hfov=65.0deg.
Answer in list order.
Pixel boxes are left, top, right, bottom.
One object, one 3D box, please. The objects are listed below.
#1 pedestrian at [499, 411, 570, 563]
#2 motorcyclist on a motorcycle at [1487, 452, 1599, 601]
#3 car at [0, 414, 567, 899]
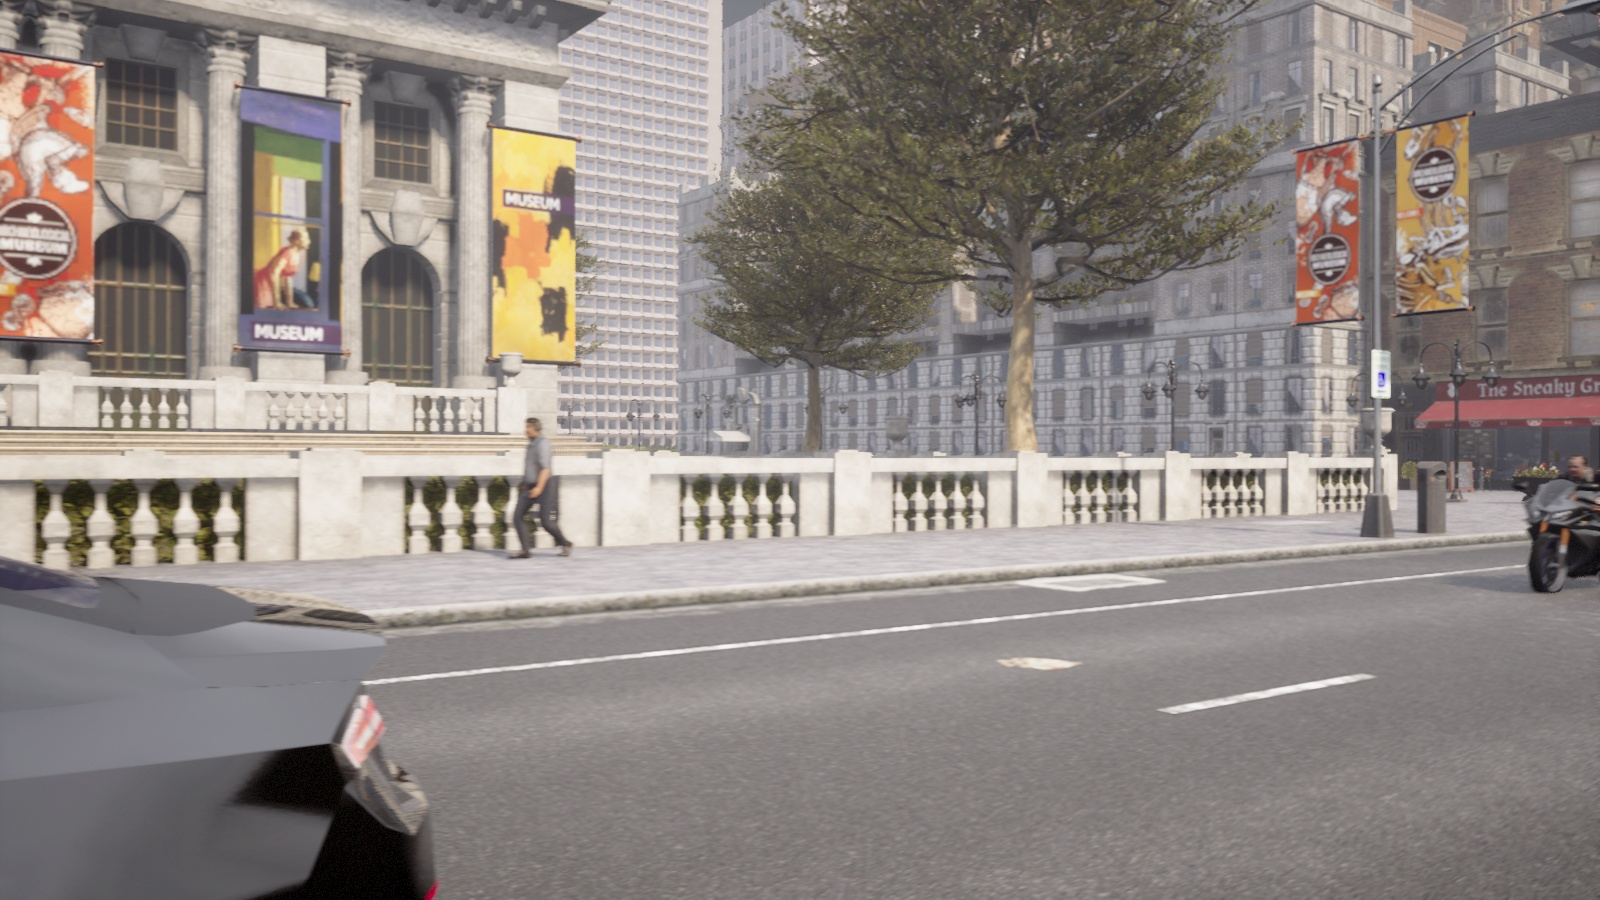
[{"bbox_3d":[-3.308,0.447,15.650,0.694,1.848,0.540,0,0,-40],"label":"pedestrian"},{"bbox_3d":[8.626,0.795,13.923,2.191,1.530,0.866,0,0,-35],"label":"motorcyclist on a motorcycle"},{"bbox_3d":[-3.009,0.711,1.577,4.902,1.511,2.128,0,0,-35],"label":"car"}]
